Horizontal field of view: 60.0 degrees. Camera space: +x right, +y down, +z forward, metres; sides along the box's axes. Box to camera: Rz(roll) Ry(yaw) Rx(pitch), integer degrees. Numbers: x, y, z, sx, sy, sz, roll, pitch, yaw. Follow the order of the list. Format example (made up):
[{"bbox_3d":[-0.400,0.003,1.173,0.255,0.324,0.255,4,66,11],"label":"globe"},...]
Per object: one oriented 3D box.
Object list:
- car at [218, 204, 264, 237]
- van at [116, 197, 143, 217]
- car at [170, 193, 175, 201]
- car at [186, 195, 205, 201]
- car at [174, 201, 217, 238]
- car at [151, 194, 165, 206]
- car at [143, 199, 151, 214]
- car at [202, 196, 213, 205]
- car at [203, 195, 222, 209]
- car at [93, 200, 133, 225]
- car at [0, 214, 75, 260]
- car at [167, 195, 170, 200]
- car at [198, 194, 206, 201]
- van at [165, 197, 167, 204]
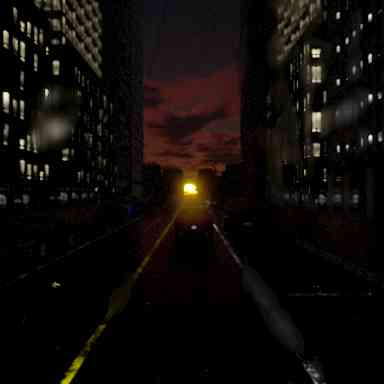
[{"bbox_3d":[2.685,1.555,17.925,1.947,1.339,4.313,0,0,0],"label":"car"},{"bbox_3d":[-5.700,1.322,29.318,1.690,1.788,3.998,0,0,0],"label":"van"},{"bbox_3d":[-5.731,1.442,86.069,1.752,1.417,4.829,0,0,0],"label":"car"},{"bbox_3d":[0.081,1.452,36.179,1.882,1.535,5.008,0,0,0],"label":"car"},{"bbox_3d":[0.092,1.467,17.723,1.882,1.535,5.008,0,0,0],"label":"car"},{"bbox_3d":[-5.713,1.398,52.086,1.967,1.590,4.097,0,0,0],"label":"car"},{"bbox_3d":[-5.704,1.557,35.011,1.802,1.307,4.206,0,0,0],"label":"car"},{"bbox_3d":[2.664,1.476,57.939,1.752,1.417,4.829,0,0,0],"label":"car"},{"bbox_3d":[2.674,1.410,40.692,1.967,1.590,4.097,0,0,0],"label":"car"},{"bbox_3d":[-5.698,1.530,23.626,1.887,1.381,4.507,0,0,0],"label":"car"},{"bbox_3d":[-5.692,1.544,12.241,2.008,1.369,4.403,0,0,0],"label":"car"},{"bbox_3d":[-5.719,1.510,63.472,1.947,1.339,4.313,0,0,0],"label":"car"},{"bbox_3d":[2.650,1.356,86.228,1.967,1.590,4.097,0,0,0],"label":"car"},{"bbox_3d":[-5.715,1.292,57.779,1.690,1.788,3.998,0,0,0],"label":"van"}]
